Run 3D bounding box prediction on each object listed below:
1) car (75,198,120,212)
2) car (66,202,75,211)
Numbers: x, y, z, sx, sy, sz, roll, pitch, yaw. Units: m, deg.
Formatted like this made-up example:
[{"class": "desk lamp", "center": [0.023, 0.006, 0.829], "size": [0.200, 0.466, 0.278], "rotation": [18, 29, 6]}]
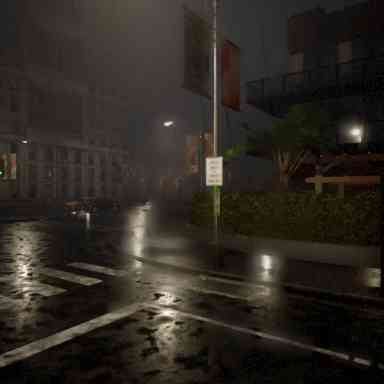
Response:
[{"class": "car", "center": [-10.526, 1.508, 38.308], "size": [1.837, 1.490, 4.892], "rotation": [0, 0, 36]}, {"class": "car", "center": [-13.023, 1.481, 40.850], "size": [1.882, 1.535, 5.008], "rotation": [0, 0, 35]}]
